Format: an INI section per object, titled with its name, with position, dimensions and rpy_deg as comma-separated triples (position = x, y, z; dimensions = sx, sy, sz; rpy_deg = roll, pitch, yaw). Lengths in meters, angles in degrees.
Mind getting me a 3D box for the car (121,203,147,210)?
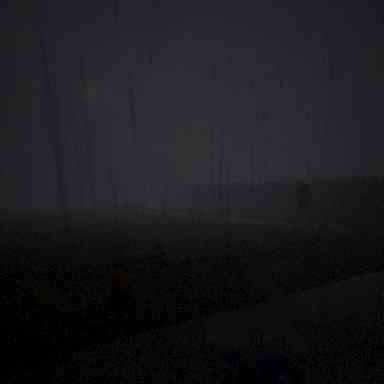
[car]
position = -7.776, 2.051, 43.705
dimensions = 1.895, 1.301, 4.718
rpy_deg = 1, -1, -36
